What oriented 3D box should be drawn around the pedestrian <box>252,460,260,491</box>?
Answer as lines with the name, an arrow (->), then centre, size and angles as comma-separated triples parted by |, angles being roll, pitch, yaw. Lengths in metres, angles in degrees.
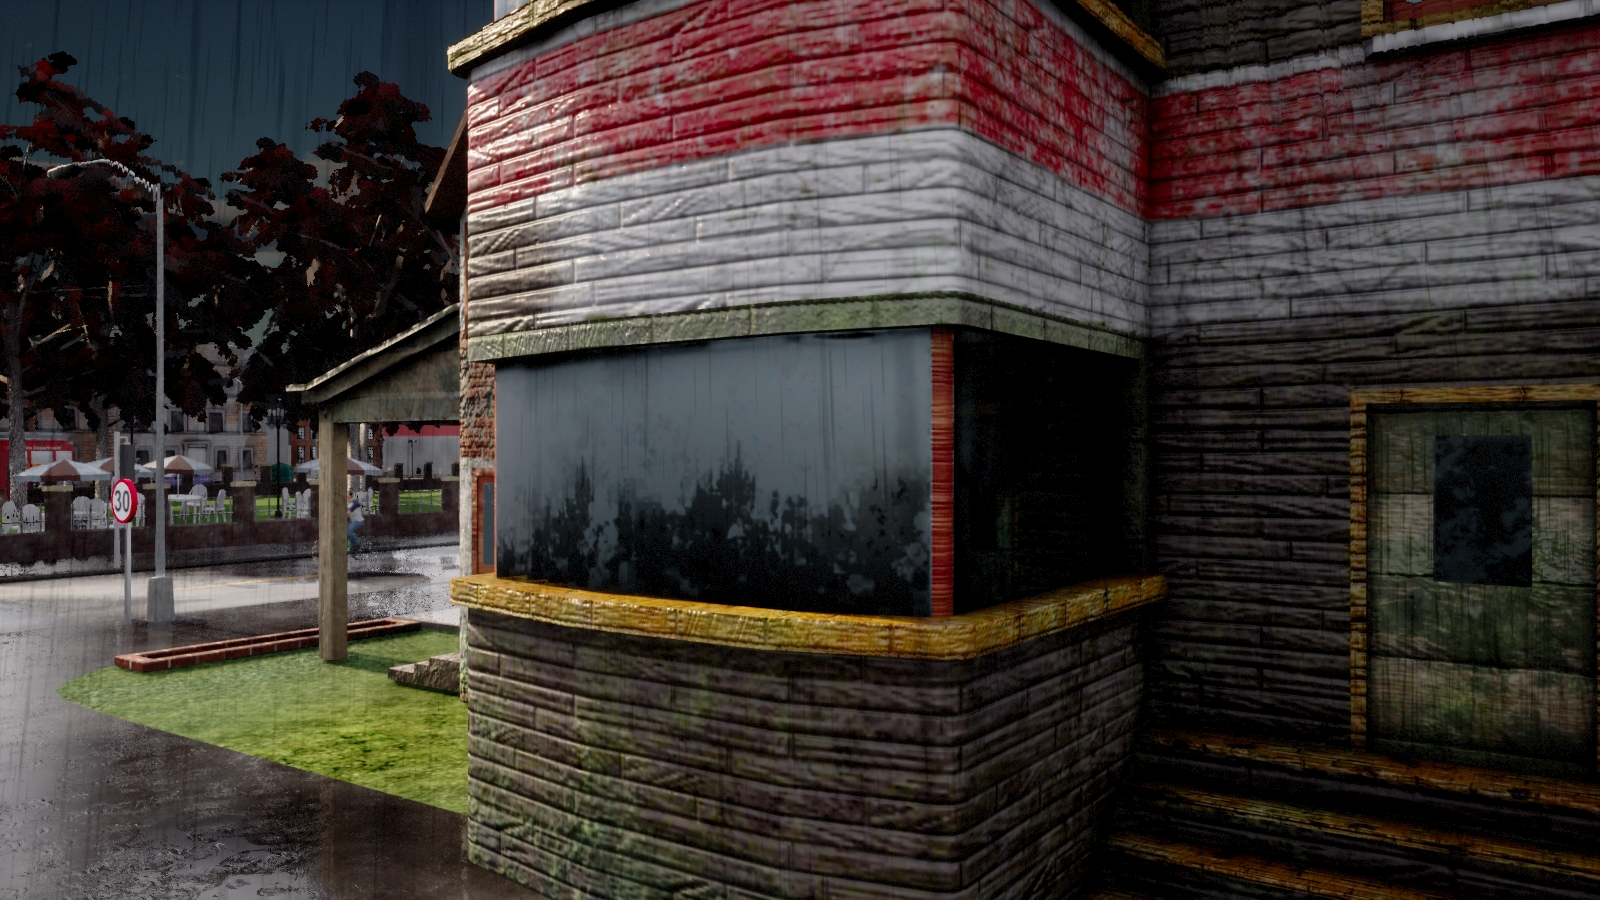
pedestrian -> -32.726, 1.524, 68.702 | 0.375, 1.860, 0.375 | 0, 0, -39
